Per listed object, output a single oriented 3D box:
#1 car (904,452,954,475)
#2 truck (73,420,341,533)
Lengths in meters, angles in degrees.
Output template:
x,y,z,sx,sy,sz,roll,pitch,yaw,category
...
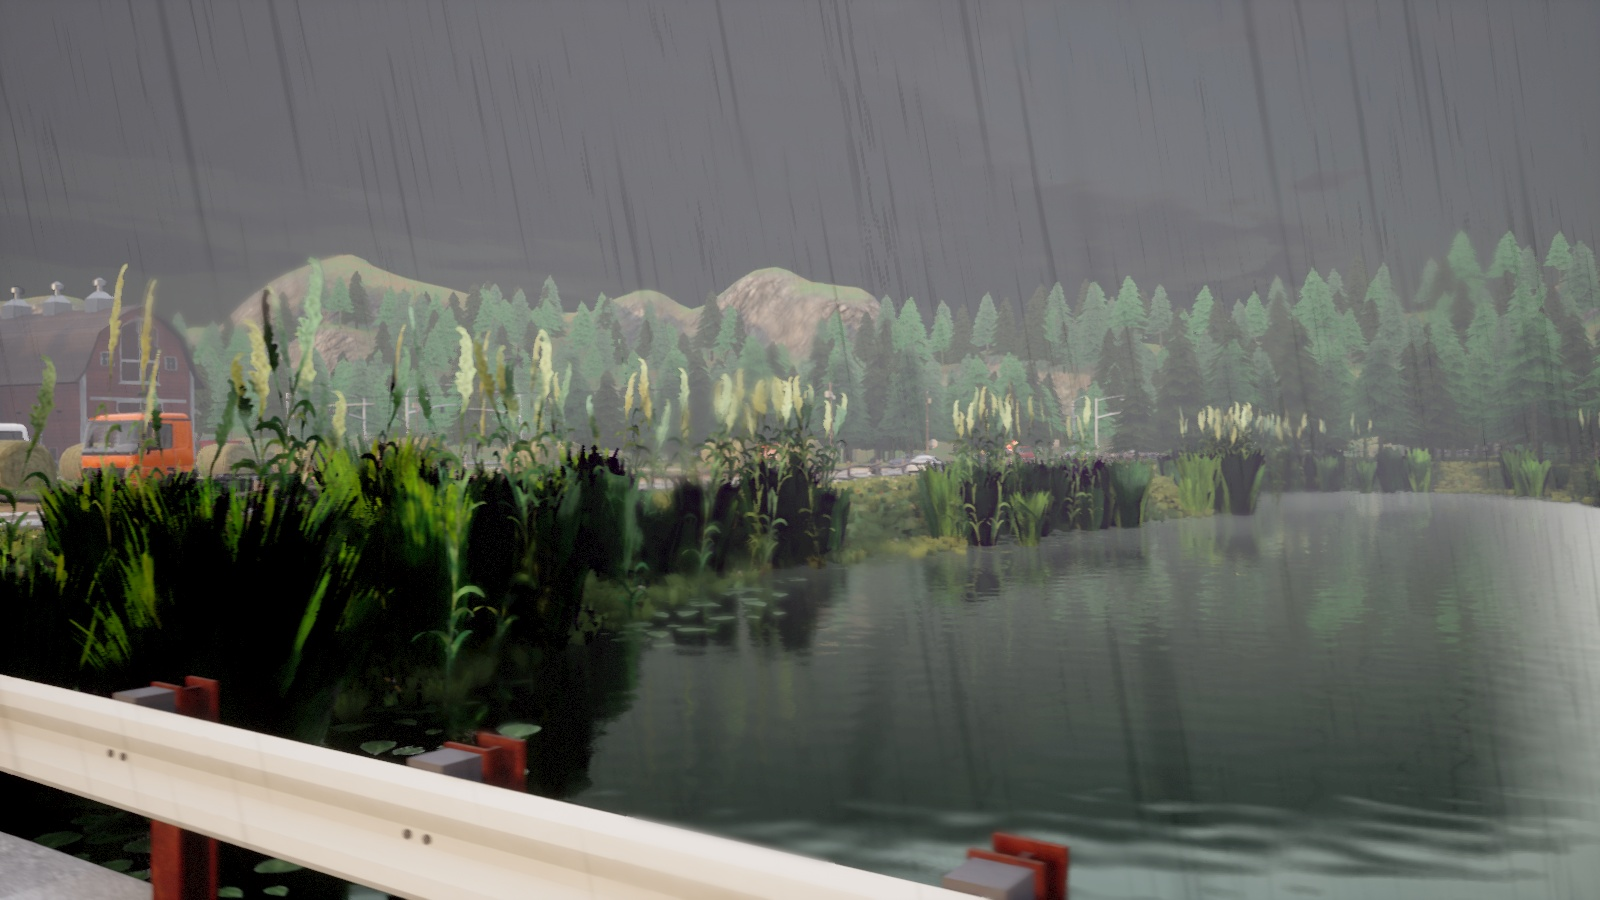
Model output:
x,y,z,sx,sy,sz,roll,pitch,yaw,category
9.100,0.921,88.475,1.812,1.442,4.674,-1,0,28,car
-19.808,0.775,42.572,2.891,3.462,7.936,-1,0,28,truck
